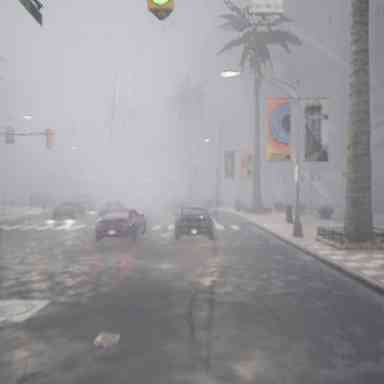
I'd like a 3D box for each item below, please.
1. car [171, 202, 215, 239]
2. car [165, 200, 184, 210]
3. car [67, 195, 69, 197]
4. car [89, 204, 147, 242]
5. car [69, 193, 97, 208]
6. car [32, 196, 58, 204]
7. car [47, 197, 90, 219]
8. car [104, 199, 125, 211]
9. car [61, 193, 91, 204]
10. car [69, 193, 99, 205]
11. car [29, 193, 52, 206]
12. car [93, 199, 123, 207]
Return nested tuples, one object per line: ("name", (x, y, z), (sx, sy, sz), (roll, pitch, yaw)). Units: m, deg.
("car", (0.103, 1.507, 17.267), (1.837, 1.490, 4.892), (0, 0, 0))
("car", (-1.954, 1.605, 40.889), (1.895, 1.301, 4.718), (0, 0, -16))
("car", (-17.984, 1.531, 53.438), (4.674, 1.442, 1.812), (0, 0, 43))
("car", (-3.397, 1.527, 16.392), (1.812, 1.442, 4.674), (0, 0, 0))
("car", (-13.758, 1.223, 41.991), (2.150, 2.045, 5.566), (0, 0, -26))
("car", (-28.450, 1.544, 64.323), (4.718, 1.301, 1.895), (0, 0, 22))
("car", (-10.837, 1.508, 29.586), (1.837, 1.490, 4.892), (0, 0, -3))
("car", (-9.687, 1.605, 41.249), (1.895, 1.301, 4.718), (0, 0, -22))
("car", (-22.852, 1.232, 65.516), (5.566, 2.045, 2.150), (0, 0, 25))
("car", (-19.171, 1.228, 59.080), (5.566, 2.045, 2.150), (0, 0, 35))
("car", (-24.288, 1.230, 54.046), (5.566, 2.045, 2.150), (0, 0, 36))
("car", (-7.376, 1.551, 31.178), (2.033, 1.411, 5.357), (0, 0, -4))
